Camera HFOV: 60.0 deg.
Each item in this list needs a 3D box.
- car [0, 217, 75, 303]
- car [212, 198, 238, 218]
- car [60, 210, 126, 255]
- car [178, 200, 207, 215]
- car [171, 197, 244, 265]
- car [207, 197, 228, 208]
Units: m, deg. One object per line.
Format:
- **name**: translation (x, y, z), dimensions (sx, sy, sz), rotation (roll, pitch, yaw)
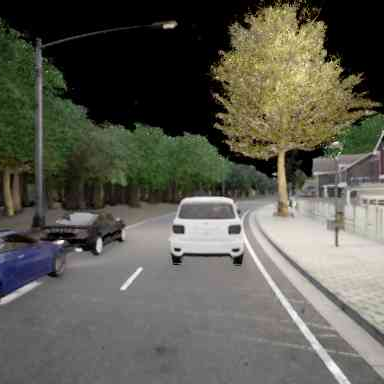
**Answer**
- **car**: translation (-4.415, 1.514, 7.226), dimensions (1.812, 1.442, 4.674), rotation (0, 0, 2)
- **car**: translation (3.079, 1.381, 29.989), dimensions (1.882, 1.535, 5.008), rotation (0, 0, 11)
- **car**: translation (-4.048, 1.448, 13.187), dimensions (1.882, 1.535, 5.008), rotation (0, 0, 5)
- **car**: translation (0.174, 1.501, 34.053), dimensions (1.895, 1.301, 4.718), rotation (0, 0, 14)
- **car**: translation (0.574, 1.185, 11.688), dimensions (2.150, 2.045, 5.566), rotation (0, 0, 4)
- **car**: translation (3.708, 1.481, 47.741), dimensions (1.994, 1.385, 4.181), rotation (0, 0, 19)
